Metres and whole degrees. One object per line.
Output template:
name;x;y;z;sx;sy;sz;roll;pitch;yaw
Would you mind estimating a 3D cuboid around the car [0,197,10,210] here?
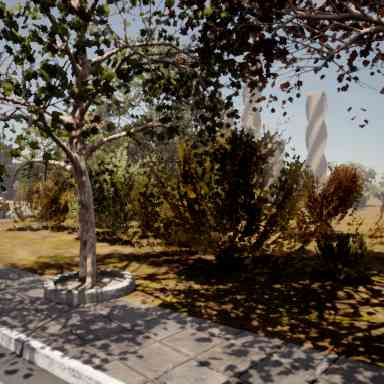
car;-20.593;1.286;35.314;1.882;1.535;5.008;1;1;-23
